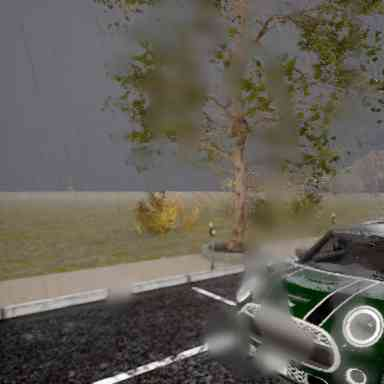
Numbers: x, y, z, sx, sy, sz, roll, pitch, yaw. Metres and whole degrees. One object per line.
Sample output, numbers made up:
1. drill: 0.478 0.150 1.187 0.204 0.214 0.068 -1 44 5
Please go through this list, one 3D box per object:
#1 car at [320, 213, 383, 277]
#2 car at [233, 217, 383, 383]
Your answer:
1. car: 6.250 1.499 10.544 4.403 1.369 2.008 0 1 -35
2. car: 2.771 1.328 5.046 4.553 1.767 2.097 0 0 -35
